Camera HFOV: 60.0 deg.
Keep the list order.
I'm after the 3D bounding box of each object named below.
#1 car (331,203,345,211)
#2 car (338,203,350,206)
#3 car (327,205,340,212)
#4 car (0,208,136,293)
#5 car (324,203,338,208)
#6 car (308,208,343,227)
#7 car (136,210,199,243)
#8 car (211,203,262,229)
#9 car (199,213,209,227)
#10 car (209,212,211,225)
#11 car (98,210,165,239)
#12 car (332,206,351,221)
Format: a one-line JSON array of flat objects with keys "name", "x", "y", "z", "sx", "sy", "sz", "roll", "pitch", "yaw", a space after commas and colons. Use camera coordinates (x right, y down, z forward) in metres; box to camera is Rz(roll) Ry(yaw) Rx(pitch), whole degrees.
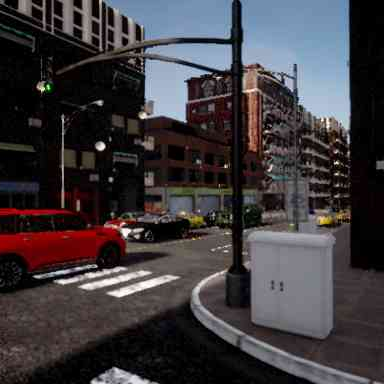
[{"name": "car", "x": 35.794, "y": 3.660, "z": 81.350, "sx": 2.192, "sy": 1.841, "sz": 5.009, "roll": -2, "pitch": -2, "yaw": 33}, {"name": "car", "x": 21.490, "y": 2.644, "z": 44.522, "sx": 2.192, "sy": 1.841, "sz": 5.009, "roll": -2, "pitch": -2, "yaw": 33}, {"name": "car", "x": 32.750, "y": 3.758, "z": 76.735, "sx": 2.008, "sy": 1.369, "sz": 4.403, "roll": -2, "pitch": -2, "yaw": 33}, {"name": "car", "x": -4.529, "y": 1.508, "z": 10.034, "sx": 2.150, "sy": 2.045, "sz": 5.566, "roll": 0, "pitch": -2, "yaw": 33}, {"name": "car", "x": 29.704, "y": 3.621, "z": 72.130, "sx": 2.008, "sy": 1.369, "sz": 4.403, "roll": -2, "pitch": -2, "yaw": 33}, {"name": "car", "x": 12.415, "y": 2.447, "z": 30.859, "sx": 1.752, "sy": 1.417, "sz": 4.829, "roll": -2, "pitch": -2, "yaw": 33}, {"name": "car", "x": -2.044, "y": 2.015, "z": 19.312, "sx": 2.128, "sy": 1.511, "sz": 4.902, "roll": -1, "pitch": -2, "yaw": 36}, {"name": "car", "x": 4.203, "y": 2.027, "z": 28.855, "sx": 2.150, "sy": 2.045, "sz": 5.566, "roll": 0, "pitch": -2, "yaw": 33}, {"name": "car", "x": -0.854, "y": 2.220, "z": 25.927, "sx": 1.752, "sy": 1.417, "sz": 4.829, "roll": -2, "pitch": -2, "yaw": 33}, {"name": "car", "x": 2.287, "y": 2.402, "z": 30.674, "sx": 1.947, "sy": 1.339, "sz": 4.313, "roll": -2, "pitch": -2, "yaw": 33}, {"name": "car", "x": -3.807, "y": 2.002, "z": 21.466, "sx": 1.967, "sy": 1.590, "sz": 4.097, "roll": -2, "pitch": -2, "yaw": 33}, {"name": "car", "x": 18.543, "y": 2.721, "z": 40.048, "sx": 1.752, "sy": 1.417, "sz": 4.829, "roll": -2, "pitch": -2, "yaw": 33}]
